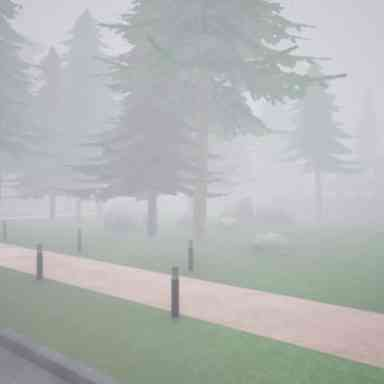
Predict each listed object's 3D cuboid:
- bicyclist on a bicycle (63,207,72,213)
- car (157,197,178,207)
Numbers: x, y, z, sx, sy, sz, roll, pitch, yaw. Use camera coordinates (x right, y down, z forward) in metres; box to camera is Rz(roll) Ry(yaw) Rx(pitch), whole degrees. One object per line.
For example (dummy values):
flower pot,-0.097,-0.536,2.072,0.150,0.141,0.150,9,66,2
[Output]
bicyclist on a bicycle,-12.416,1.300,33.127,1.656,1.620,0.582,0,0,37
car,-4.055,1.490,50.846,2.128,1.511,4.902,0,0,37
